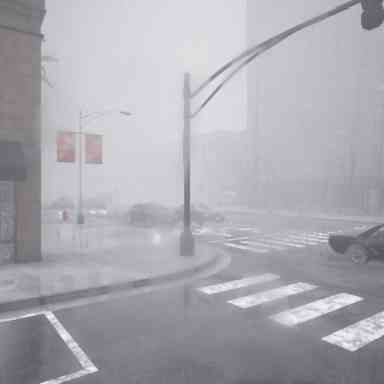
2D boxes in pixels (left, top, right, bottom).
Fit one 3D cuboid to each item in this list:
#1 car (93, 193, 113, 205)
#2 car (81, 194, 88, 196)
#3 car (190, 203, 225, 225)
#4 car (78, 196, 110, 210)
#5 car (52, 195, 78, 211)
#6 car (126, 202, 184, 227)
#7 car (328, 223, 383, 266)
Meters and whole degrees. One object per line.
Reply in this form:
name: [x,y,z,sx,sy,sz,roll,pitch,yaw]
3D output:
car: [-15.480,1.130,57.180,2.150,2.045,5.566,0,0,-36]
car: [-21.522,1.244,65.473,2.097,1.767,4.553,0,0,-32]
car: [0.335,1.497,23.794,1.812,1.442,4.674,0,0,-36]
car: [-12.198,1.503,41.193,1.994,1.385,4.181,0,0,-36]
car: [-15.744,1.447,40.568,1.837,1.490,4.892,0,0,-35]
car: [-2.823,1.478,22.583,1.837,1.490,4.892,0,0,-36]
car: [6.548,1.600,9.571,1.895,1.301,4.718,0,0,-36]
